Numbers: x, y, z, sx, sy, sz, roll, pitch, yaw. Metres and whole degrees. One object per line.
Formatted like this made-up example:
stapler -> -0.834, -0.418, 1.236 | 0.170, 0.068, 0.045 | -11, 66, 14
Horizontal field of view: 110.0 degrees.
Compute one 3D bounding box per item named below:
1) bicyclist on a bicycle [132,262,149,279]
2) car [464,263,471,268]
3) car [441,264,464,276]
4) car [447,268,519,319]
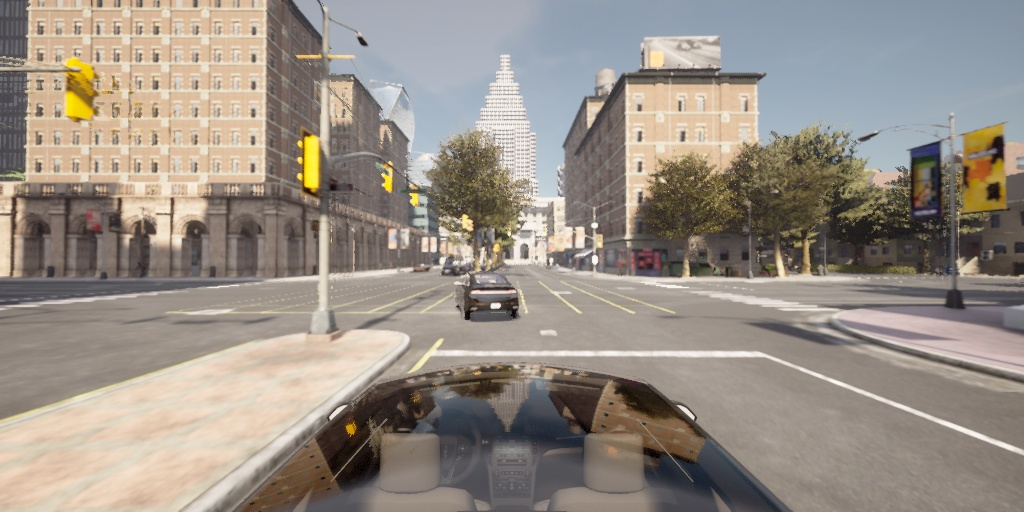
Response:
bicyclist on a bicycle -> -37.302, 1.462, 36.026 | 0.582, 1.620, 1.656 | 0, 0, 0
car -> -8.026, 1.977, 57.177 | 1.994, 1.385, 4.181 | 0, -1, 1
car -> -8.084, 1.788, 47.405 | 2.128, 1.511, 4.902 | 0, -1, 0
car -> -1.107, 1.384, 13.633 | 2.128, 1.511, 4.902 | 0, -1, -14
